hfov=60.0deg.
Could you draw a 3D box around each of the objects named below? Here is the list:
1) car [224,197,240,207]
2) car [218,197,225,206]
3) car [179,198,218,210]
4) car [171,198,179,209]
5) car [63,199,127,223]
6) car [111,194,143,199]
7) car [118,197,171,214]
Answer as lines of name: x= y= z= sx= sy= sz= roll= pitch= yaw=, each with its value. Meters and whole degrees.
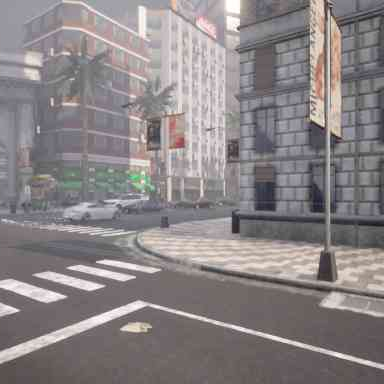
car: x=7.483 y=1.564 z=51.198 sx=4.181 sy=1.385 sz=1.994 roll=0 pitch=0 yaw=-43
car: x=4.926 y=1.491 z=53.578 sx=4.902 sy=1.511 sz=2.128 roll=0 pitch=0 yaw=-44
car: x=0.951 y=1.478 z=43.602 sx=1.882 sy=1.535 sz=5.008 roll=0 pitch=0 yaw=38
car: x=-1.727 y=1.526 z=45.821 sx=1.812 sy=1.442 sz=4.674 roll=0 pitch=0 yaw=37
car: x=-7.630 y=1.526 z=25.730 sx=1.812 sy=1.442 sz=4.674 roll=0 pitch=0 yaw=36
car: x=-7.728 y=1.221 z=37.819 sx=2.150 sy=2.045 sz=5.566 roll=0 pitch=0 yaw=36
car: x=-5.014 y=1.547 z=35.625 sx=2.033 sy=1.411 sz=5.357 roll=0 pitch=0 yaw=36
